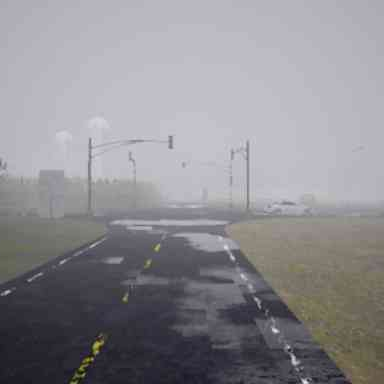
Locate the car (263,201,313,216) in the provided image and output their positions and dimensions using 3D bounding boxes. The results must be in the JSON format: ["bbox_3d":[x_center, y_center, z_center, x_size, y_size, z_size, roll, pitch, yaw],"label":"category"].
[{"bbox_3d":[9.226,1.560,31.980,4.674,1.442,1.812,1,-1,-4],"label":"car"}]
